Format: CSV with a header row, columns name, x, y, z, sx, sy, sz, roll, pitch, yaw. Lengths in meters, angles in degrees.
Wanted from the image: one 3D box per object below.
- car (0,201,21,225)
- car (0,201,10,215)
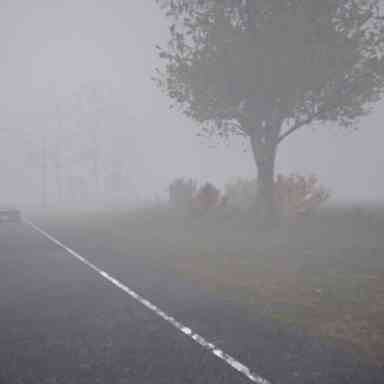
name,x,y,z,sx,sy,sz,roll,pitch,yaw
car,-13.777,1.590,24.454,1.882,1.535,5.008,0,0,-32
car,-21.784,1.730,37.432,1.994,1.385,4.181,0,0,-31
